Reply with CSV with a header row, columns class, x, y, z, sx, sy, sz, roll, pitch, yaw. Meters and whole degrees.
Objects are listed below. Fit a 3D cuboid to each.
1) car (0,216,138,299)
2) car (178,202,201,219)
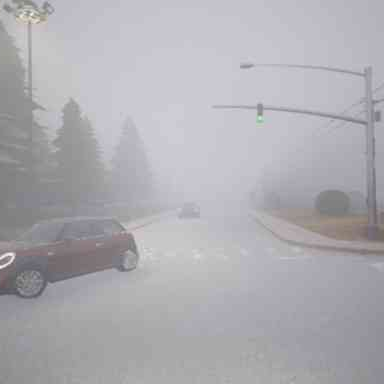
class,x,y,z,sx,sy,sz,roll,pitch,yaw
car,-3.634,1.517,9.163,2.097,1.767,4.553,-3,-2,34
car,-0.214,1.814,34.399,2.097,1.767,4.553,-1,-1,5
